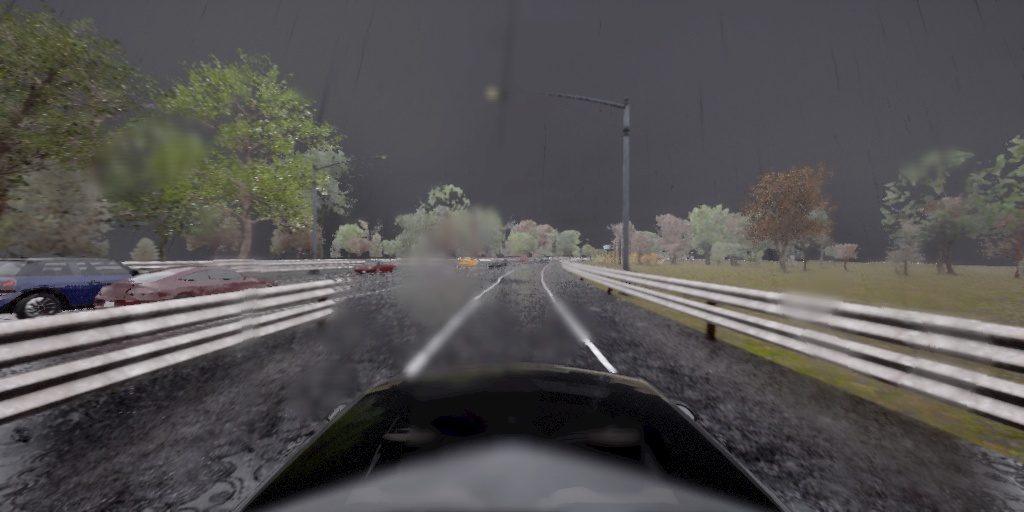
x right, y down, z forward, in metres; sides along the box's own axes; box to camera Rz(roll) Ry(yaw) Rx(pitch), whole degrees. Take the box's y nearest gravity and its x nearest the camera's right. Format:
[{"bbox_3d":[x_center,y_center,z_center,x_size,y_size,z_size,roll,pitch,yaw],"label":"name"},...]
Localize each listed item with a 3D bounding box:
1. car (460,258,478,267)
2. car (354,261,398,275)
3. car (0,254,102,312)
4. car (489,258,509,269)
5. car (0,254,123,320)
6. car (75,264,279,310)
[{"bbox_3d":[-7.266,1.067,61.353,1.882,1.535,5.008,0,0,12],"label":"car"},{"bbox_3d":[-12.757,1.120,34.024,1.895,1.301,4.718,0,0,10],"label":"car"},{"bbox_3d":[-16.538,0.816,11.168,2.097,1.767,4.553,0,0,9],"label":"car"},{"bbox_3d":[-1.914,1.192,53.035,1.895,1.301,4.718,0,0,12],"label":"car"},{"bbox_3d":[-13.015,0.829,11.073,2.097,1.767,4.553,0,0,9],"label":"car"},{"bbox_3d":[-9.470,1.017,11.024,1.812,1.442,4.674,0,0,9],"label":"car"}]
